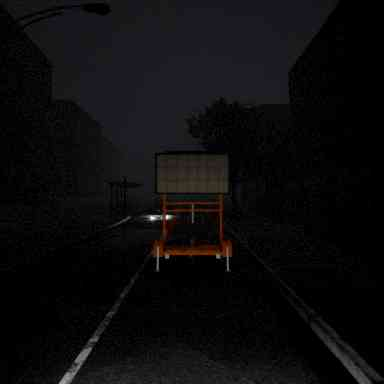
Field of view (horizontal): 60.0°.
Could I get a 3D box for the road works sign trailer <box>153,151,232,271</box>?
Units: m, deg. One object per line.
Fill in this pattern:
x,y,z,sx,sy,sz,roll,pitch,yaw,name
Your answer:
0.023,0.470,10.849,2.380,3.560,2.880,0,0,0,road works sign trailer

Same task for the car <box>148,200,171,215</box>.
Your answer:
-3.076,1.502,32.470,1.994,1.385,4.181,0,0,0,car
